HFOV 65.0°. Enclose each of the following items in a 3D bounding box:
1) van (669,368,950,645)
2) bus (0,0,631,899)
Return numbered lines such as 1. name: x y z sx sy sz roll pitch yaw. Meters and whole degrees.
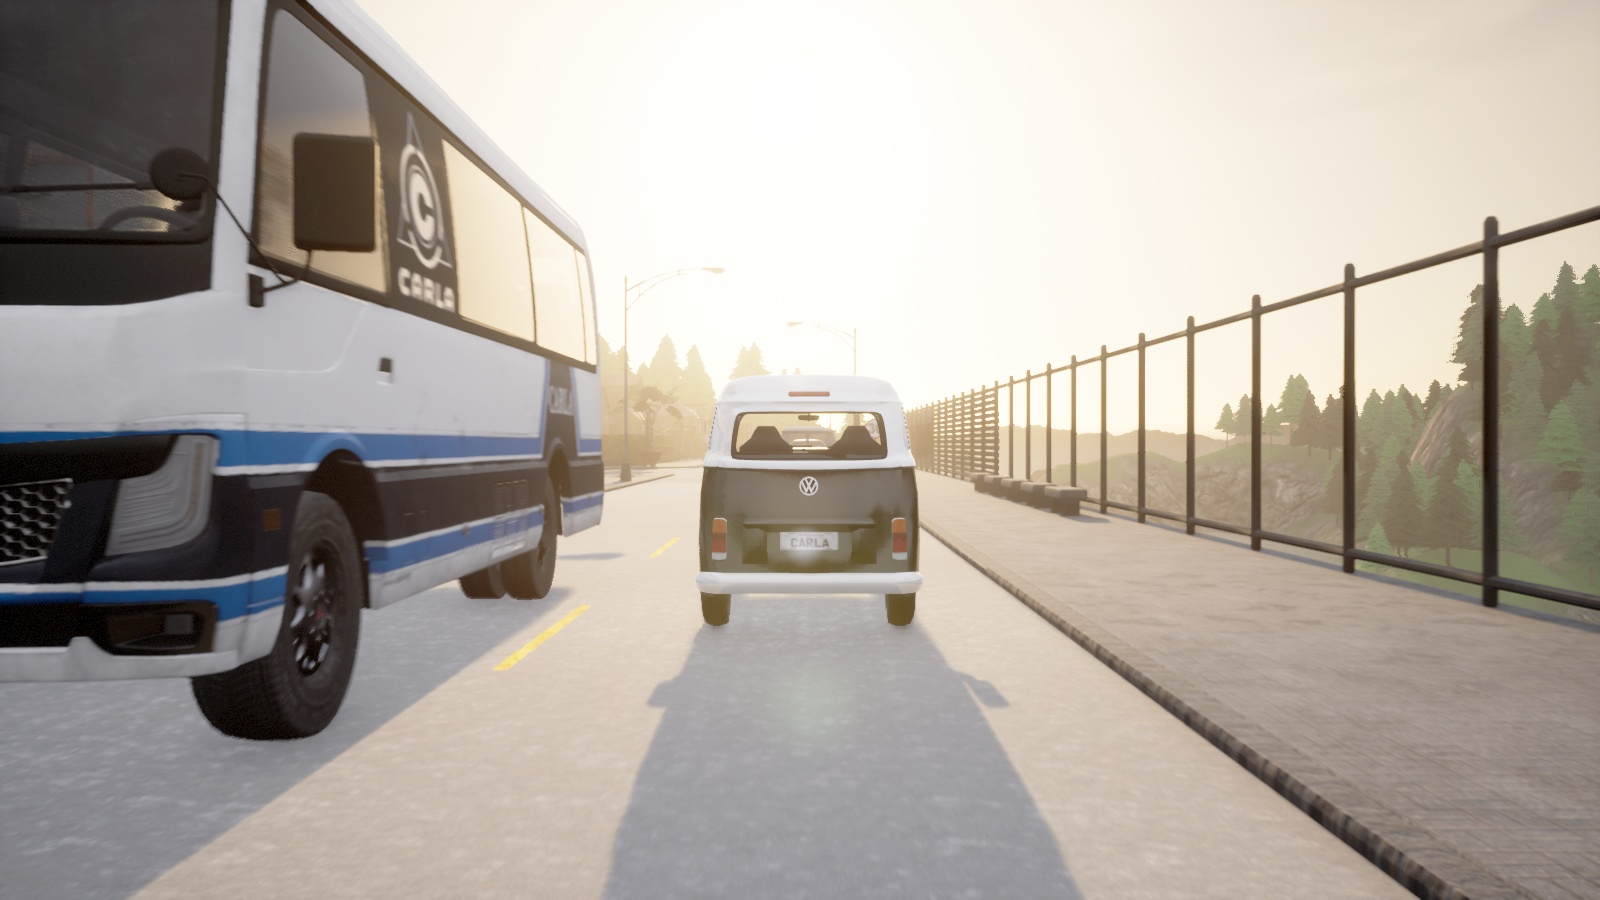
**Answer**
1. van: 0.081 0.405 11.496 2.069 2.038 4.480 0 0 0
2. bus: -3.931 -0.685 9.238 3.944 4.253 10.273 0 0 0
